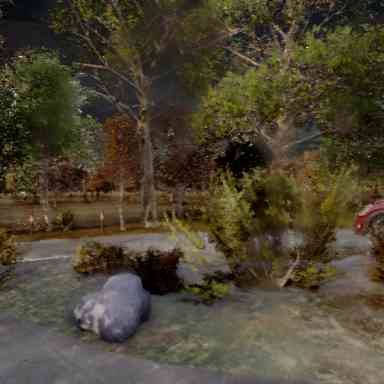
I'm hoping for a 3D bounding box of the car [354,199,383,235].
[{"bbox_3d":[7.084,0.386,9.444,4.553,1.767,2.097,-4,-1,32],"label":"car"}]
